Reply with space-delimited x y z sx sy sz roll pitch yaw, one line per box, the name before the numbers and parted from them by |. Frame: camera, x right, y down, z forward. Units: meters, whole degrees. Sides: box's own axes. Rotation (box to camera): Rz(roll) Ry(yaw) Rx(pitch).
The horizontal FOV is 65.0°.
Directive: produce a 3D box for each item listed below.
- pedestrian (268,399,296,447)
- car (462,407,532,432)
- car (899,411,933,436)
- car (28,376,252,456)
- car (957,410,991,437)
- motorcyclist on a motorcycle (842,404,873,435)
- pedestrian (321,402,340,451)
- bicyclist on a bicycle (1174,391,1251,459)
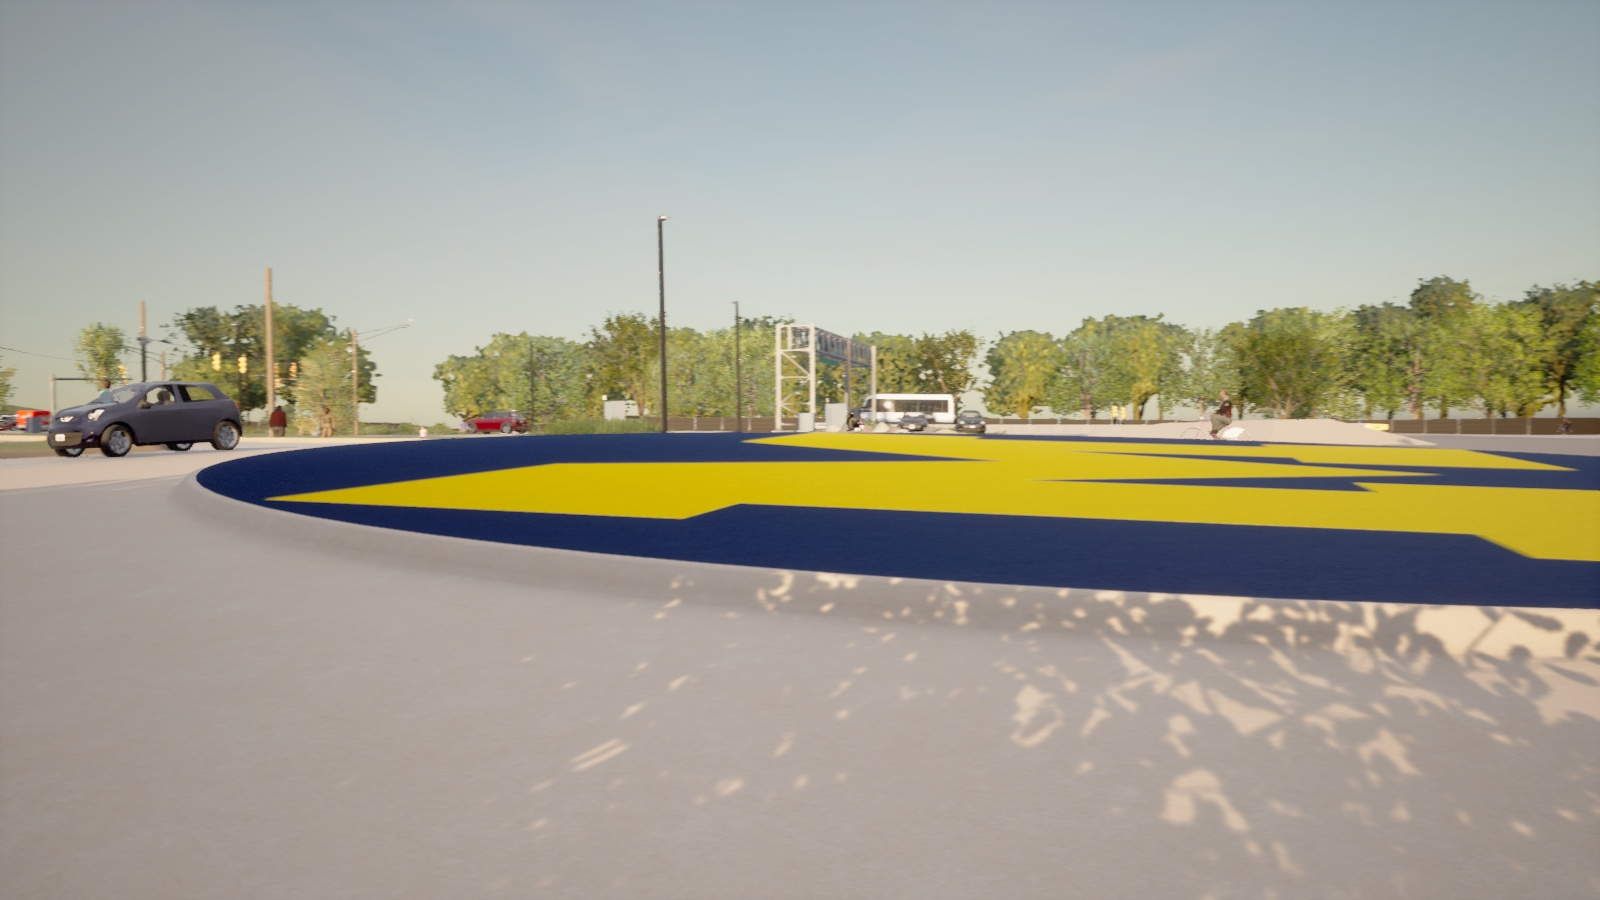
pedestrian | -20.064 -1.038 48.660 0.634 1.844 0.899 -1 1 2
car | -21.923 -2.180 90.960 4.553 1.767 2.097 0 1 20
car | 7.512 -1.708 81.169 2.007 1.525 4.514 2 1 7
car | -13.493 -0.725 25.865 1.845 1.501 3.633 0 2 26
car | 10.883 -1.660 78.840 1.851 1.617 3.988 1 1 4
motorcyclist on a motorcycle | 2.924 -1.571 64.307 0.866 1.590 1.817 -1 2 -23
pedestrian | -18.792 -0.933 50.267 0.396 1.930 0.692 -1 1 7
bicyclist on a bicycle | 11.279 -0.683 34.384 1.843 1.776 0.659 3 1 9
